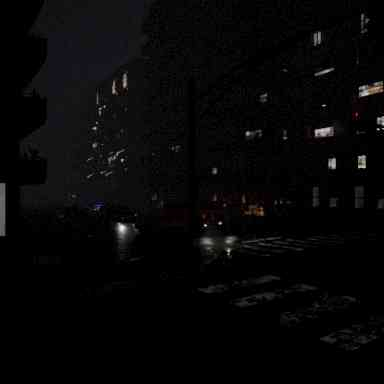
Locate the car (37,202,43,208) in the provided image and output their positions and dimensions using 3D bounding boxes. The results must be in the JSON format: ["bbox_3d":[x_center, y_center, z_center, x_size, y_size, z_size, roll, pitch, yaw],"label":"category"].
[{"bbox_3d":[-35.076,3.049,80.050,1.887,1.381,4.507,-1,0,-36],"label":"car"}]

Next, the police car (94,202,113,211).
[{"bbox_3d":[-12.311,2.256,49.488,1.930,1.638,5.238,0,-1,-36],"label":"police car"}]

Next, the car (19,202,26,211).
[{"bbox_3d":[-31.825,2.769,61.346,1.887,1.381,4.507,-1,0,-36],"label":"car"}]

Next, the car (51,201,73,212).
[{"bbox_3d":[-17.392,2.394,45.970,2.033,1.411,5.357,0,-1,-35],"label":"car"}]

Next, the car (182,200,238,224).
[{"bbox_3d":[1.488,1.713,29.615,2.192,1.841,5.009,-1,0,-36],"label":"car"}]

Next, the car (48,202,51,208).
[{"bbox_3d":[-28.433,2.623,70.880,2.192,1.841,5.009,-1,0,-36],"label":"car"}]

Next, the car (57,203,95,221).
[{"bbox_3d":[-11.877,2.163,33.835,1.887,1.381,4.507,-1,0,-36],"label":"car"}]

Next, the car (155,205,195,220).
[{"bbox_3d":[-1.830,2.045,34.199,1.887,1.381,4.507,-1,0,-36],"label":"car"}]

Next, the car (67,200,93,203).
[{"bbox_3d":[-17.691,2.418,51.738,2.128,1.511,4.902,0,-1,-36],"label":"car"}]

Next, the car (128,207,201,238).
[{"bbox_3d":[-1.804,1.832,19.941,1.752,1.417,4.829,-1,0,-36],"label":"car"}]

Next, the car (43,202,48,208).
[{"bbox_3d":[-31.750,2.972,75.464,1.947,1.339,4.313,-1,0,-36],"label":"car"}]

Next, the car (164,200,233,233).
[{"bbox_3d":[0.038,1.531,21.826,2.150,2.045,5.566,0,-1,-36],"label":"car"}]

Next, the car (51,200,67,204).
[{"bbox_3d":[-23.220,2.600,59.366,1.837,1.490,4.892,0,-1,-36],"label":"car"}]

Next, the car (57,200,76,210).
[{"bbox_3d":[-25.107,2.523,66.294,2.192,1.841,5.009,-1,0,-36],"label":"car"}]

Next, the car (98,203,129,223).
[{"bbox_3d":[-6.771,2.027,31.230,1.837,1.490,4.892,0,-1,-36],"label":"car"}]

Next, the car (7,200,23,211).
[{"bbox_3d":[-35.154,2.639,65.931,2.192,1.841,5.009,-1,0,-36],"label":"car"}]
